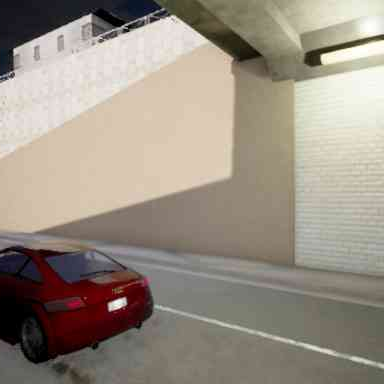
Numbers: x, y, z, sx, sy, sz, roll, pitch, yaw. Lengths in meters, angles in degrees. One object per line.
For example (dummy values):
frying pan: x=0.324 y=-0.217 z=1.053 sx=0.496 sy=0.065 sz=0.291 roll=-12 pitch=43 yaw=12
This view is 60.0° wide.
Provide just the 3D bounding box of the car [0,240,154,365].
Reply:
car: x=-2.699 y=1.574 z=5.920 sx=4.181 sy=1.385 sz=1.994 roll=0 pitch=0 yaw=35
